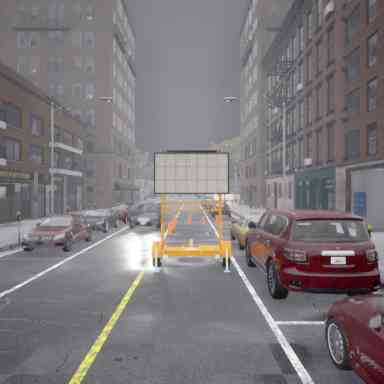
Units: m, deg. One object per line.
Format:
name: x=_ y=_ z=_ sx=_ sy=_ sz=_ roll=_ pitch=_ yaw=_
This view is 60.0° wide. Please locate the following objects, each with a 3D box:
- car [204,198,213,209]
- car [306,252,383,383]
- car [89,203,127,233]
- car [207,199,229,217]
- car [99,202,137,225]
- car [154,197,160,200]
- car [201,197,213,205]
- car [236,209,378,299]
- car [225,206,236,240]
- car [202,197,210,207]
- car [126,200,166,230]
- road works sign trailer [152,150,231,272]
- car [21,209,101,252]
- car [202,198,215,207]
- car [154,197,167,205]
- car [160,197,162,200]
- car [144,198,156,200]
car: x=2.591 y=1.584 z=35.958 sx=1.802 sy=1.307 sz=4.206 roll=0 pitch=0 yaw=0
car: x=2.634 y=1.582 z=2.849 sx=1.802 sy=1.307 sz=4.206 roll=0 pitch=0 yaw=0
car: x=-5.412 y=1.551 z=19.389 sx=2.008 sy=1.369 sz=4.403 roll=0 pitch=0 yaw=0
car: x=2.599 y=1.583 z=30.441 sx=1.802 sy=1.307 sz=4.206 roll=0 pitch=0 yaw=0
car: x=-5.419 y=1.545 z=24.908 sx=1.887 sy=1.381 sz=4.507 roll=0 pitch=0 yaw=0
car: x=-5.441 y=1.446 z=41.463 sx=1.967 sy=1.590 sz=4.097 roll=0 pitch=0 yaw=0
car: x=2.563 y=1.584 z=58.032 sx=1.947 sy=1.339 sz=4.313 roll=0 pitch=0 yaw=0
car: x=2.627 y=1.315 z=8.368 sx=2.192 sy=1.841 sz=5.009 roll=0 pitch=0 yaw=0
car: x=2.616 y=1.525 z=14.054 sx=1.752 sy=1.417 sz=4.829 roll=0 pitch=0 yaw=0
car: x=2.584 y=1.531 z=41.647 sx=1.752 sy=1.417 sz=4.829 roll=0 pitch=0 yaw=0
car: x=-2.775 y=1.491 z=21.337 sx=2.128 sy=1.511 sz=4.902 roll=0 pitch=0 yaw=0
road works sign trailer: x=-0.014 y=0.464 z=10.731 sx=2.380 sy=3.560 sz=2.880 roll=0 pitch=0 yaw=0
car: x=-5.405 y=1.582 z=13.869 sx=1.802 sy=1.307 sz=4.206 roll=0 pitch=0 yaw=0
car: x=2.570 y=1.596 z=52.513 sx=1.802 sy=1.307 sz=4.206 roll=0 pitch=0 yaw=0
car: x=-5.463 y=1.601 z=58.020 sx=1.802 sy=1.307 sz=4.206 roll=0 pitch=0 yaw=0
car: x=-5.448 y=1.535 z=46.812 sx=1.752 sy=1.417 sz=4.829 roll=0 pitch=0 yaw=0
car: x=-5.434 y=1.553 z=35.944 sx=2.008 sy=1.369 sz=4.403 roll=0 pitch=0 yaw=0
